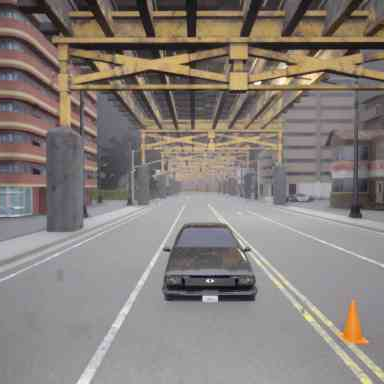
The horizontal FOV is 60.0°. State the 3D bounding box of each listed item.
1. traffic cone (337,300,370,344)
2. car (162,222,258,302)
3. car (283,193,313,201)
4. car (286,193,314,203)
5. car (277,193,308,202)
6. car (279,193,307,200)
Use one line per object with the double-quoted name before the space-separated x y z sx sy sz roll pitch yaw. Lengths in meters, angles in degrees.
"traffic cone" 2.453 1.949 5.070 0.340 0.580 0.340 0 0 0
"car" 0.361 1.533 8.677 2.033 1.411 5.357 0 0 1
"car" 17.511 0.846 54.808 4.536 1.218 1.853 0 1 -20
"car" 17.462 1.004 54.792 4.974 1.542 2.038 0 1 -20
"car" 17.810 0.956 58.948 4.974 1.542 2.038 0 1 25
"car" 17.857 0.799 58.925 4.536 1.218 1.853 0 1 25
